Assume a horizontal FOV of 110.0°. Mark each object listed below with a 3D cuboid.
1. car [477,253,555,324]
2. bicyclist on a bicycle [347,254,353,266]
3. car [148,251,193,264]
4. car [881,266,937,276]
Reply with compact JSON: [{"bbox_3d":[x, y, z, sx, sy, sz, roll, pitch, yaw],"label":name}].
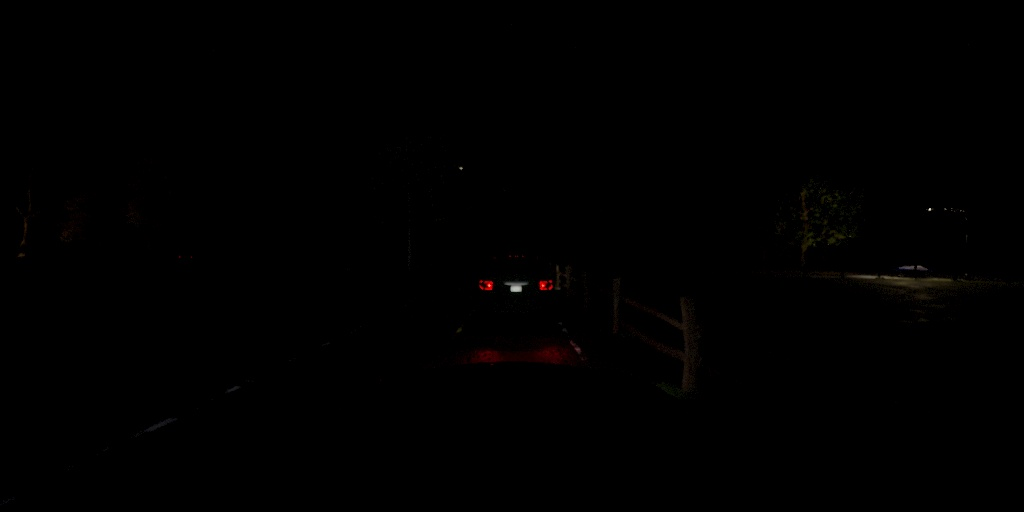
[{"bbox_3d":[0.101,0.908,11.837,2.150,2.045,5.566,0,0,0],"label":"car"},{"bbox_3d":[-21.996,0.577,48.569,0.582,1.620,1.656,1,1,2],"label":"bicyclist on a bicycle"},{"bbox_3d":[-44.145,0.140,46.378,4.553,1.767,2.097,1,1,3],"label":"car"},{"bbox_3d":[47.041,1.796,42.606,4.718,1.301,1.895,1,1,3],"label":"car"}]
